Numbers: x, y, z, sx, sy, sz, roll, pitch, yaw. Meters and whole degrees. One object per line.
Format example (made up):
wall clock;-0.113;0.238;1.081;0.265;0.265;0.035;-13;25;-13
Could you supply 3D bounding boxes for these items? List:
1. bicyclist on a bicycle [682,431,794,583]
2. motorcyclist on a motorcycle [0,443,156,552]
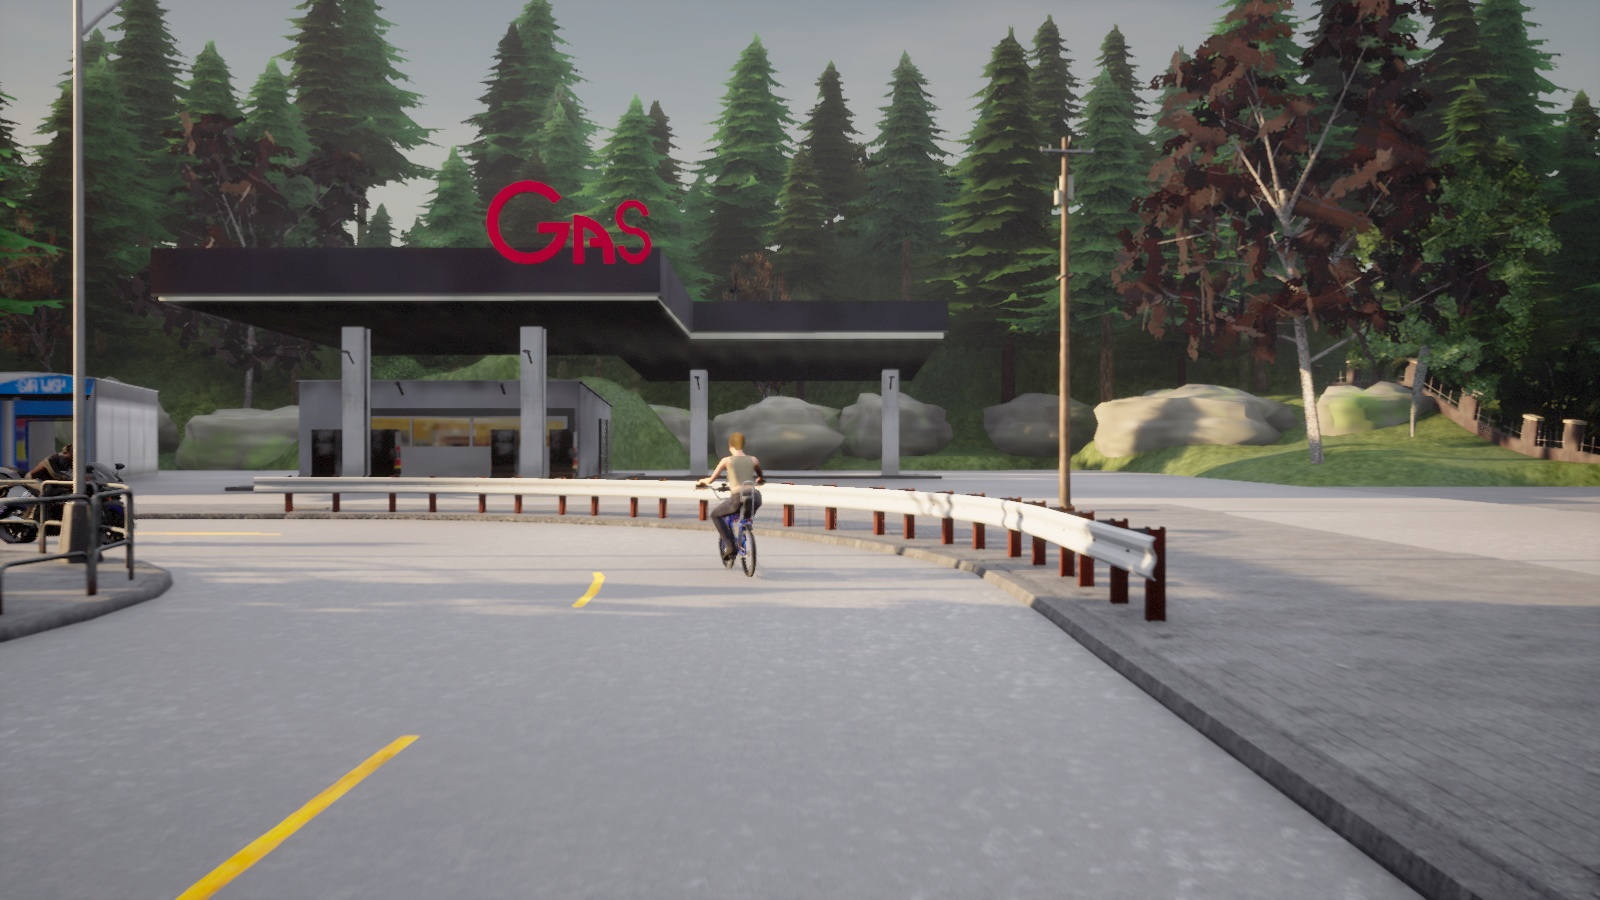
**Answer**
bicyclist on a bicycle;-0.729;0.604;14.264;0.866;1.612;1.509;-2;1;-18
motorcyclist on a motorcycle;-10.723;0.669;18.398;2.191;1.530;0.866;0;1;9
